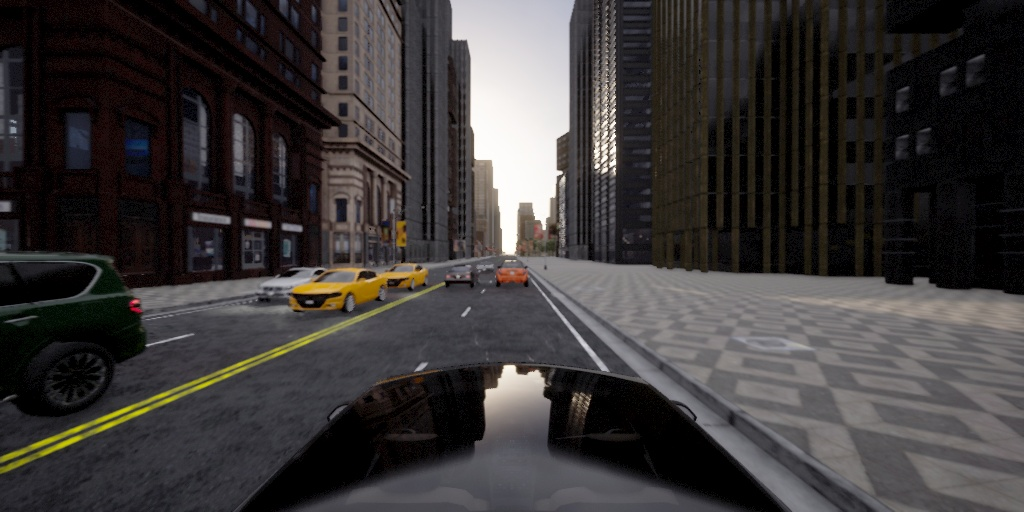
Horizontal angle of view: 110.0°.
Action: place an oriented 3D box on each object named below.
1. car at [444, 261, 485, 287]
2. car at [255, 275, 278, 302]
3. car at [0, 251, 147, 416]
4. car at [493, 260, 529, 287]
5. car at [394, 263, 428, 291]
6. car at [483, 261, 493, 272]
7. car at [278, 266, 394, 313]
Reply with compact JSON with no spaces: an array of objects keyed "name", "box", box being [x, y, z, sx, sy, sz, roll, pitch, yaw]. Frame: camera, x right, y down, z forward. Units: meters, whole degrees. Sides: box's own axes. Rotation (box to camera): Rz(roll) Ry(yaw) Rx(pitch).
[{"name":"car","box":[-3.221,1.269,23.940,2.033,1.411,5.357,0,0,0]},{"name":"car","box":[-9.762,1.258,16.884,1.812,1.442,4.674,0,0,1]},{"name":"car","box":[-6.595,0.967,3.044,2.150,2.045,5.566,0,1,0]},{"name":"car","box":[0.034,1.071,24.613,2.097,1.767,4.553,0,0,1]},{"name":"car","box":[-6.545,1.202,22.099,1.882,1.535,5.008,0,0,1]},{"name":"car","box":[-3.144,1.283,43.544,1.895,1.301,4.718,0,0,0]},{"name":"car","box":[-6.530,1.213,14.087,1.882,1.535,5.008,0,0,0]}]
